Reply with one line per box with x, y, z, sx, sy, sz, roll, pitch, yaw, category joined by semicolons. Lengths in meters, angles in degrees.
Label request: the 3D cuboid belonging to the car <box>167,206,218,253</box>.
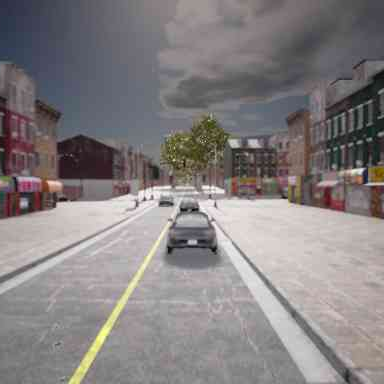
-0.010;1.500;13.425;1.812;1.442;4.674;0;0;-1;car

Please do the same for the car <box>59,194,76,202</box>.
-20.939;0.991;53.494;4.507;1.381;1.887;-1;2;-1;car

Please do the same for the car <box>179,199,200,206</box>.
-0.240;1.329;32.435;1.895;1.301;4.718;0;1;0;car

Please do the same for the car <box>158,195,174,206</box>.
-3.220;1.031;42.566;2.033;1.411;5.357;0;1;0;car

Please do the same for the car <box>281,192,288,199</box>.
16.641;0.598;54.050;4.313;1.339;1.947;-1;2;-1;car
